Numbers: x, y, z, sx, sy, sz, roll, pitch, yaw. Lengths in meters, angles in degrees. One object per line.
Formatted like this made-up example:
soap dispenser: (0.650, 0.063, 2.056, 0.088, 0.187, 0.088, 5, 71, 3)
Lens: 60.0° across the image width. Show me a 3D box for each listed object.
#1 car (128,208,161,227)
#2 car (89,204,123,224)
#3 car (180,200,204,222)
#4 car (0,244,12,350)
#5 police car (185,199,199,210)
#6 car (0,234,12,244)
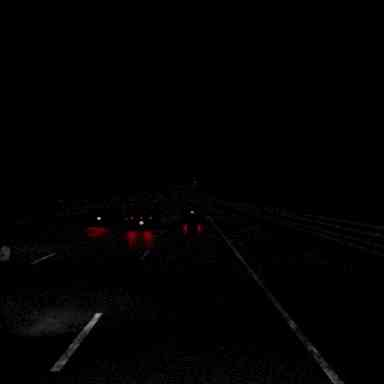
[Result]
car: (-3.424, 1.821, 24.768, 1.895, 1.301, 4.718, 0, 0, 0)
car: (-6.925, 1.746, 27.168, 1.837, 1.490, 4.892, 0, -1, 0)
car: (0.033, 1.673, 28.578, 2.033, 1.649, 4.856, 0, 0, 0)
car: (-3.402, 1.529, 2.529, 1.837, 1.490, 4.892, 0, -1, 0)
police car: (-0.043, 1.955, 51.118, 2.038, 1.542, 4.974, 0, -1, 0)
car: (-6.909, 1.561, 9.050, 1.882, 1.535, 5.008, 0, -1, 0)
